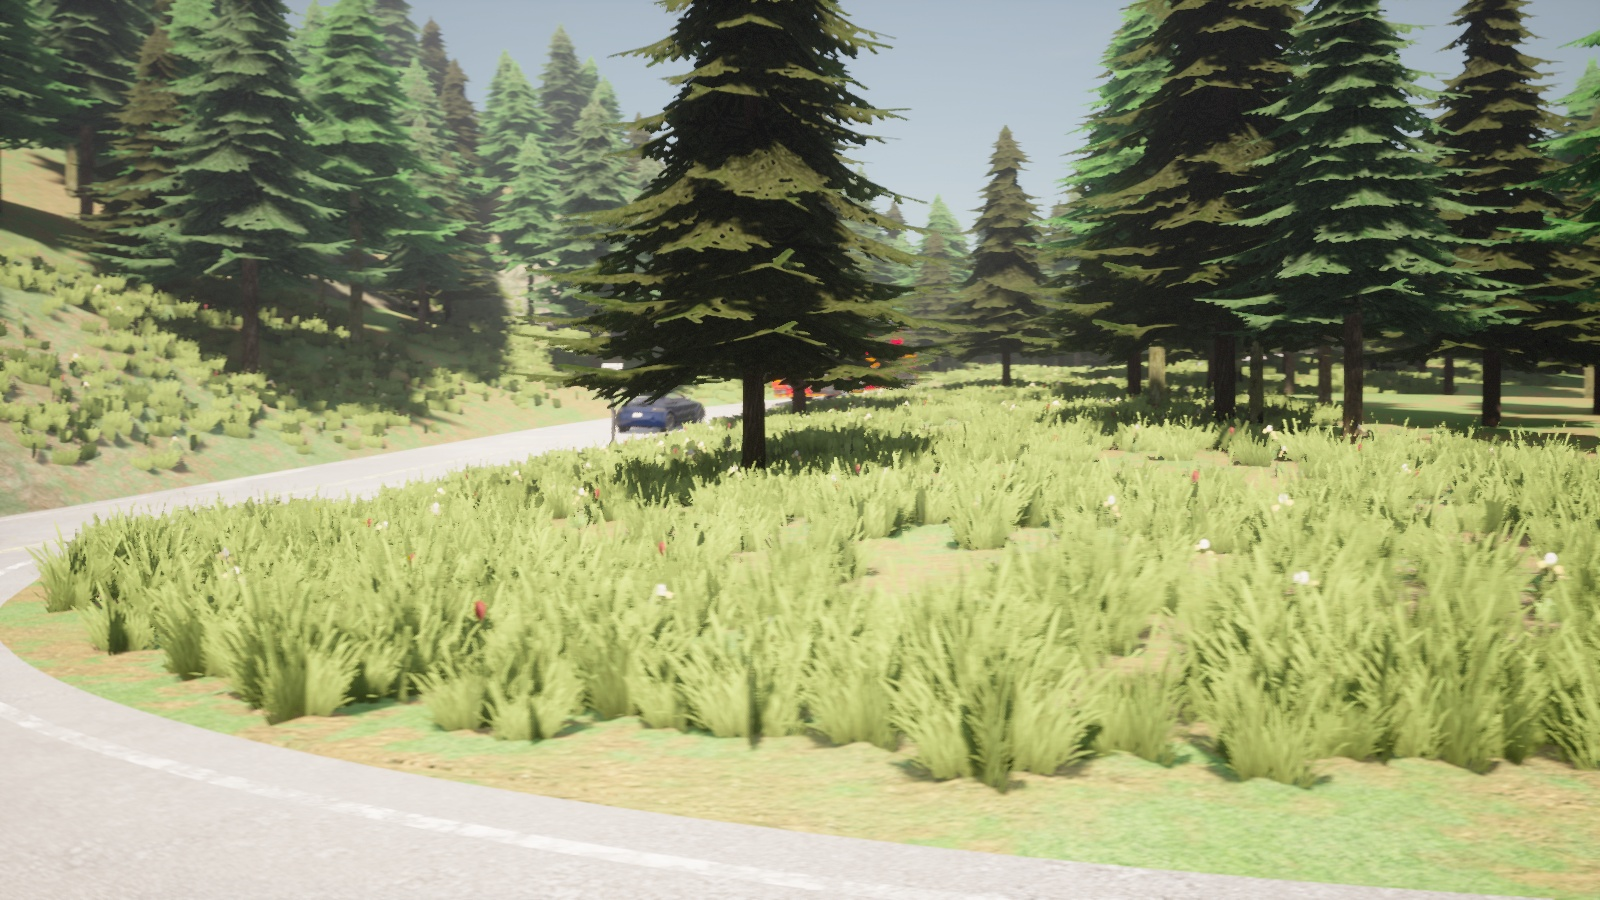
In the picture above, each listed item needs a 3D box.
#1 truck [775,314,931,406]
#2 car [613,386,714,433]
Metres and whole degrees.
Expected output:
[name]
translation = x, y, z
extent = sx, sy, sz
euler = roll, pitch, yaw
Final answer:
[truck]
translation = 2.660, -4.295, 58.842
extent = 2.891, 3.827, 8.468
euler = 0, 6, 36
[car]
translation = -4.859, -1.494, 45.242
extent = 1.994, 1.385, 4.181
euler = 0, 6, 19
